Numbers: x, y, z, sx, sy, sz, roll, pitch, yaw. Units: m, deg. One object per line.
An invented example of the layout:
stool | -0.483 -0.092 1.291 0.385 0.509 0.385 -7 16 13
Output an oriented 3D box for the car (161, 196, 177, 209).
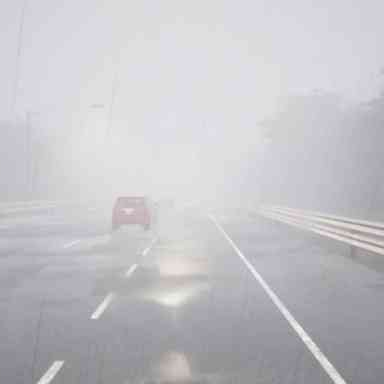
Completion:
car | -3.405 1.484 45.190 1.882 1.535 5.008 0 0 0

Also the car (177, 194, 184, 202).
car | -3.246 1.511 72.373 1.812 1.442 4.674 0 0 0

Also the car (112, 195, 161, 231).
car | -3.484 1.226 20.951 2.150 2.045 5.566 0 0 0
